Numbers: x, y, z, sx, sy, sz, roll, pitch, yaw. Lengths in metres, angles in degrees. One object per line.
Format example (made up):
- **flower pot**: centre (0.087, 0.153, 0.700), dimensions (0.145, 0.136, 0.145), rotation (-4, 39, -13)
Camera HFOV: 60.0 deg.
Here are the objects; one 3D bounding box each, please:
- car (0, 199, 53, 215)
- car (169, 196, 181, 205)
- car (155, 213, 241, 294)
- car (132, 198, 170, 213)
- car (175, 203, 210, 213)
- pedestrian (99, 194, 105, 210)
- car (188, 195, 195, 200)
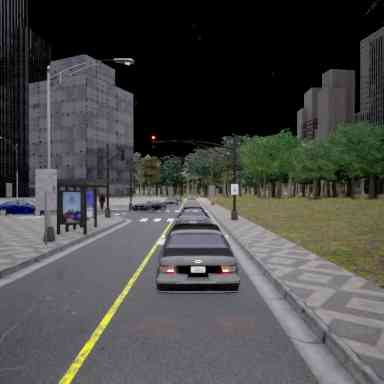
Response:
- **car**: centre (-15.658, 1.426, 31.180), dimensions (5.008, 1.535, 1.882), rotation (0, 0, 0)
- **car**: centre (-3.128, 1.508, 52.286), dimensions (1.994, 1.385, 4.181), rotation (0, 0, 0)
- **car**: centre (0.094, 1.545, 8.939), dimensions (2.033, 1.411, 5.357), rotation (0, 0, -1)
- **car**: centre (-4.625, 1.565, 36.902), dimensions (1.895, 1.301, 4.718), rotation (1, 0, 24)
- **car**: centre (0.071, 1.554, 19.217), dimensions (1.994, 1.385, 4.181), rotation (0, 0, 0)
- **pedestrian**: centre (-10.108, 1.051, 37.285), dimensions (0.375, 1.860, 0.375), rotation (0, 0, 1)
- **car**: centre (-0.153, 1.470, 86.414), dimensions (1.895, 1.301, 4.718), rotation (0, 0, 0)
